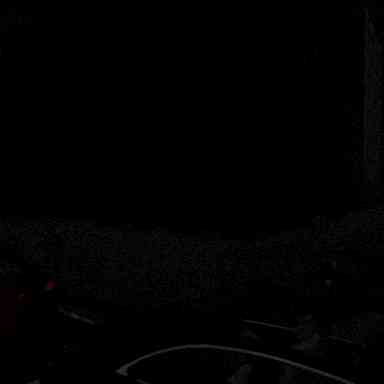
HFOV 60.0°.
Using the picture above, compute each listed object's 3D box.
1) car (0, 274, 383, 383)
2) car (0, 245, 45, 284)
[{"bbox_3d":[0.585,1.549,2.539,4.403,1.369,2.008,0,1,35],"label":"car"},{"bbox_3d":[-4.031,1.568,5.830,4.206,1.307,1.802,0,1,35],"label":"car"}]
